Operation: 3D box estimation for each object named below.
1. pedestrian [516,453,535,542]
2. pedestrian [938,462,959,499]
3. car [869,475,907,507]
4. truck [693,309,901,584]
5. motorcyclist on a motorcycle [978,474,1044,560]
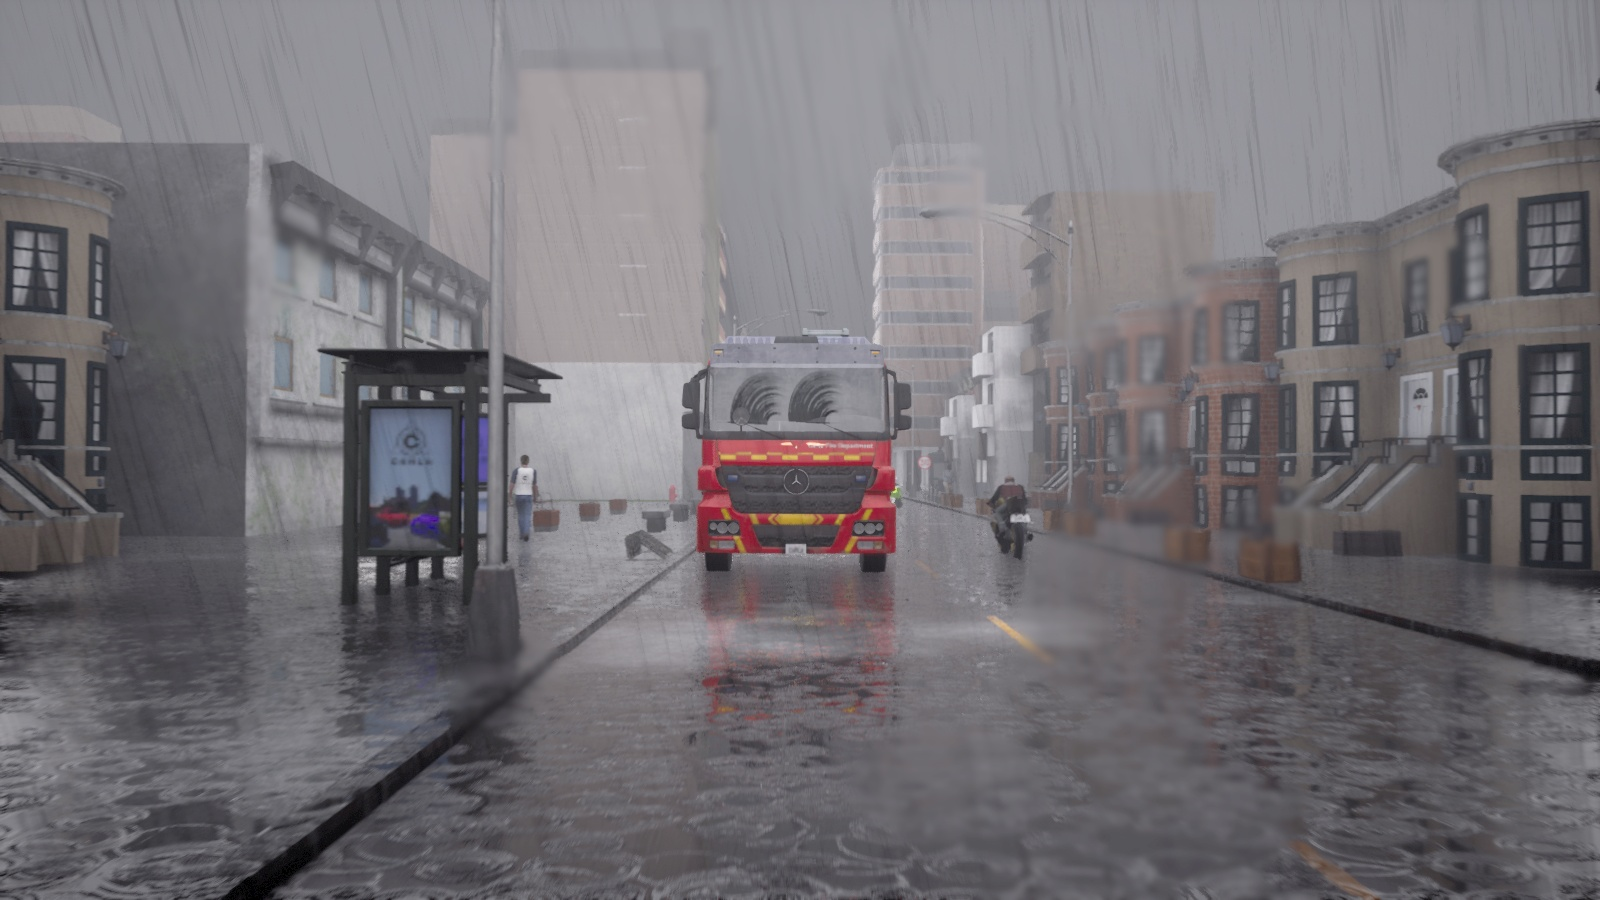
[{"bbox_3d":[-5.732,0.985,26.175,0.354,1.836,0.706,0,-1,-15],"label":"pedestrian"},{"bbox_3d":[7.658,1.573,64.797,0.874,1.855,0.900,0,-1,-9],"label":"pedestrian"},{"bbox_3d":[3.840,1.775,55.060,1.481,1.376,2.207,0,-1,0],"label":"car"},{"bbox_3d":[-0.057,0.014,21.738,2.891,3.827,8.468,0,-1,0],"label":"truck"},{"bbox_3d":[3.945,1.230,23.665,0.866,1.530,2.191,0,-1,0],"label":"motorcyclist on a motorcycle"}]
